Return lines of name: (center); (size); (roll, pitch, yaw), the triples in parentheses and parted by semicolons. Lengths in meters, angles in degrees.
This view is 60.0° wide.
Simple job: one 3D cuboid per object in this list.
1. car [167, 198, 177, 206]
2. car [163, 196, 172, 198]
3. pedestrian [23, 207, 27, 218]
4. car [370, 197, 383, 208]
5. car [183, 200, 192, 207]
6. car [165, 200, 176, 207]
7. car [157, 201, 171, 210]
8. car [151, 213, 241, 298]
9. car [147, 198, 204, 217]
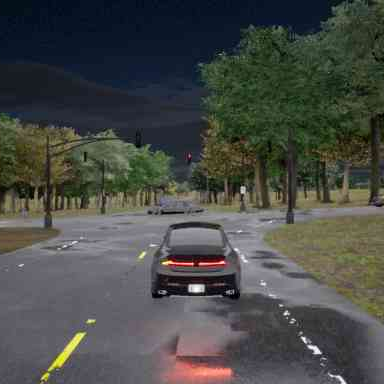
car: (-4.815, 2.393, 80.647); (2.097, 1.767, 4.553); (0, -2, -1)
car: (-4.410, 1.802, 60.090); (2.150, 2.045, 5.566); (0, -1, -2)
pedestrian: (-18.115, 2.203, 36.069); (0.375, 1.300, 0.375); (0, 1, 2)
car: (19.179, 0.701, 30.794); (4.892, 1.490, 1.837); (-2, -1, 2)
car: (-0.922, 2.337, 68.320); (1.895, 1.301, 4.718); (0, -1, -1)
car: (-4.575, 2.317, 70.356); (2.033, 1.411, 5.357); (0, -1, -1)
car: (-4.204, 2.007, 50.223); (1.895, 1.301, 4.718); (0, -1, -1)
car: (0.083, 1.508, 8.477); (1.837, 1.490, 4.892); (0, 0, 0)
car: (-1.559, 1.578, 31.576); (5.357, 1.411, 2.033); (-2, -1, 2)
